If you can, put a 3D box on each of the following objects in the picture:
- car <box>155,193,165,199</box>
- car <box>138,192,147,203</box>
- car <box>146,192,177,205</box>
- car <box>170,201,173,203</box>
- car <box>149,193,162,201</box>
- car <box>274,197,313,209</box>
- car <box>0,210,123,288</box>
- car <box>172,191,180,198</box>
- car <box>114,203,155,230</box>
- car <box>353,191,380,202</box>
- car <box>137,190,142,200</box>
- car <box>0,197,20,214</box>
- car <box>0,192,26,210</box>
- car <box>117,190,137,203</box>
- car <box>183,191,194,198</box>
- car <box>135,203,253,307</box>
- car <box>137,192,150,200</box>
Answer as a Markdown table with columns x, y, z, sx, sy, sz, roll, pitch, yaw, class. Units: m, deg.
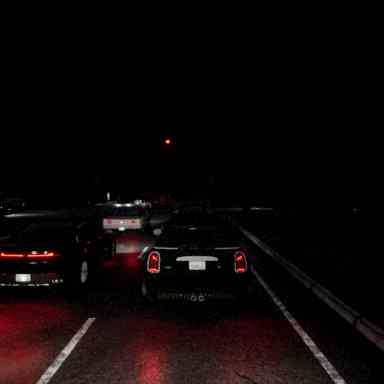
| x | y | z | sx | sy | sz | roll | pitch | yaw | class |
| --- | --- | --- | --- | --- | --- | --- | --- | --- | --- |
| -7.301 | 0.870 | 76.515 | 2.033 | 1.411 | 5.357 | 0 | 1 | -1 | car |
| -7.200 | 1.105 | 56.020 | 2.033 | 1.411 | 5.357 | 0 | 1 | 0 | car |
| -4.063 | 1.126 | 45.610 | 1.882 | 1.535 | 5.008 | 1 | 1 | 15 | car |
| 0.061 | 1.388 | 17.289 | 2.128 | 1.511 | 4.902 | 0 | 0 | 1 | car |
| -7.171 | 1.005 | 66.088 | 2.033 | 1.411 | 5.357 | 0 | 1 | 1 | car |
| 12.126 | 1.306 | 39.167 | 4.718 | 1.301 | 1.895 | 0 | 1 | -3 | car |
| -3.415 | 1.468 | 9.145 | 1.837 | 1.490 | 4.892 | 0 | 0 | 0 | car |
| -4.155 | 0.691 | 85.595 | 1.837 | 1.490 | 4.892 | 0 | 1 | -4 | car |
| -3.435 | 1.487 | 18.466 | 1.895 | 1.301 | 4.718 | 0 | 1 | 0 | car |
| 21.877 | 0.922 | 39.734 | 5.566 | 2.045 | 2.150 | 0 | 1 | -3 | car |
| -10.681 | 0.709 | 63.313 | 2.150 | 2.045 | 5.566 | 0 | 1 | 0 | car |
| -18.145 | 1.351 | 29.699 | 4.181 | 1.385 | 1.994 | 0 | 1 | 3 | car |
| -19.837 | 0.974 | 33.585 | 5.566 | 2.045 | 2.150 | 0 | 0 | -3 | car |
| -10.695 | 0.928 | 53.872 | 2.097 | 1.767 | 4.553 | 0 | 0 | 0 | car |
| -0.680 | 0.707 | 86.096 | 1.812 | 1.442 | 4.674 | 0 | 1 | -4 | car |
| 0.088 | 1.323 | 8.092 | 2.097 | 1.767 | 4.553 | 0 | 0 | 0 | car |
| -10.732 | 0.894 | 73.537 | 2.128 | 1.511 | 4.902 | 0 | 1 | -1 | car |
